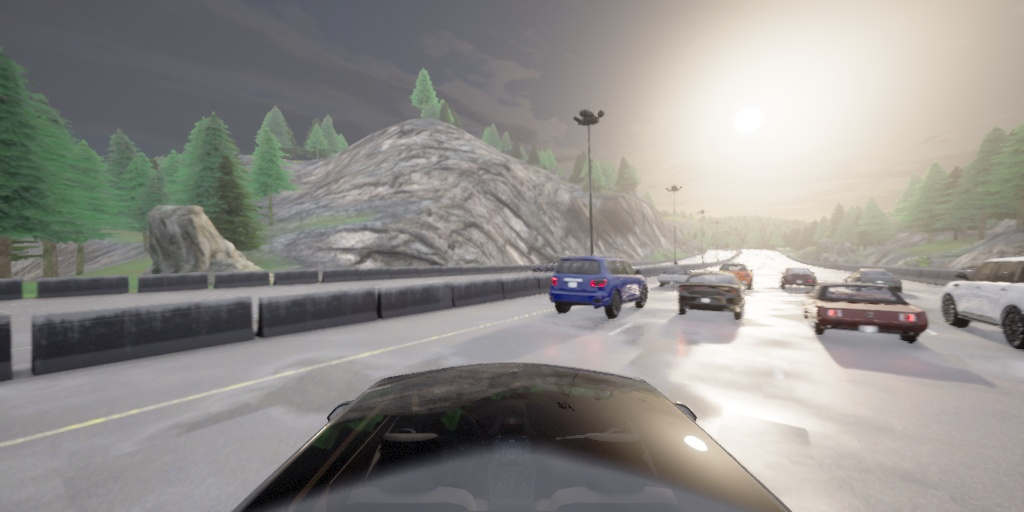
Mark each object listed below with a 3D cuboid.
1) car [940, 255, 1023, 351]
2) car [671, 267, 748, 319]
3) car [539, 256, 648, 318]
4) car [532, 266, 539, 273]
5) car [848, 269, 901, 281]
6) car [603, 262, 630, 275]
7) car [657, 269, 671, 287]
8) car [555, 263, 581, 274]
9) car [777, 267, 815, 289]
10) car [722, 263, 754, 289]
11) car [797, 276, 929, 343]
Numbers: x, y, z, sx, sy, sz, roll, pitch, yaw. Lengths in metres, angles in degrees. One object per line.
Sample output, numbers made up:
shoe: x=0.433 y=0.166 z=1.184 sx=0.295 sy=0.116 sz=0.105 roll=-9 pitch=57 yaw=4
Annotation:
car: x=12.562 y=1.000 z=8.390 sx=2.150 sy=2.045 sz=5.566 roll=0 pitch=0 yaw=35
car: x=7.574 y=1.315 z=13.469 sx=1.882 sy=1.535 sz=5.008 roll=0 pitch=-2 yaw=35
car: x=3.481 y=1.064 z=13.726 sx=2.150 sy=2.045 sz=5.566 roll=-1 pitch=-1 yaw=35
car: x=4.810 y=1.834 z=52.859 sx=1.895 sy=1.301 sz=4.718 roll=-1 pitch=-1 yaw=35
car: x=21.863 y=1.455 z=21.851 sx=1.994 sy=1.385 sz=4.181 roll=-1 pitch=-1 yaw=35
car: x=13.984 y=1.640 z=47.677 sx=1.882 sy=1.535 sz=5.008 roll=-1 pitch=-1 yaw=35
car: x=12.216 y=1.557 z=26.375 sx=1.895 sy=1.301 sz=4.718 roll=-1 pitch=-1 yaw=35
car: x=8.124 y=1.738 z=51.499 sx=1.812 sy=1.442 sz=4.674 roll=-1 pitch=-1 yaw=35
car: x=19.259 y=1.446 z=24.236 sx=1.812 sy=1.442 sz=4.674 roll=-1 pitch=-1 yaw=35
car: x=15.669 y=1.289 z=25.213 sx=2.097 sy=1.767 sz=4.553 roll=-1 pitch=-1 yaw=35
car: x=9.448 y=1.401 z=10.039 sx=1.895 sy=1.301 sz=4.718 roll=-1 pitch=-1 yaw=35
